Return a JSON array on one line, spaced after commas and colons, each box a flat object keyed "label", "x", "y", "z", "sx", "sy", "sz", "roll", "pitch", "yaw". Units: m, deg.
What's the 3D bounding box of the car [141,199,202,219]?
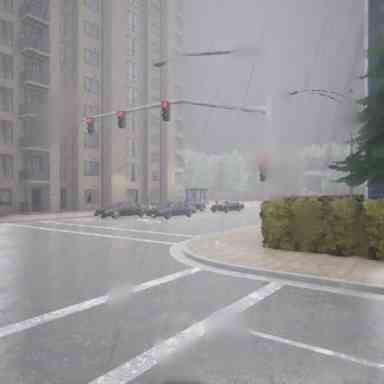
[{"label": "car", "x": -1.677, "y": 1.547, "z": 29.435, "sx": 2.033, "sy": 1.411, "sz": 5.357, "roll": 0, "pitch": 0, "yaw": 36}]

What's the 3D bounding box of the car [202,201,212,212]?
[{"label": "car", "x": -0.329, "y": 1.492, "z": 37.228, "sx": 2.128, "sy": 1.511, "sz": 4.902, "roll": 0, "pitch": 0, "yaw": 36}]

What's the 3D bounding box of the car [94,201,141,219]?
[{"label": "car", "x": -6.012, "y": 1.547, "z": 29.424, "sx": 2.033, "sy": 1.411, "sz": 5.357, "roll": 0, "pitch": 0, "yaw": 36}]

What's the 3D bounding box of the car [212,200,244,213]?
[{"label": "car", "x": 3.970, "y": 1.601, "z": 37.183, "sx": 1.895, "sy": 1.301, "sz": 4.718, "roll": 0, "pitch": 0, "yaw": 36}]
